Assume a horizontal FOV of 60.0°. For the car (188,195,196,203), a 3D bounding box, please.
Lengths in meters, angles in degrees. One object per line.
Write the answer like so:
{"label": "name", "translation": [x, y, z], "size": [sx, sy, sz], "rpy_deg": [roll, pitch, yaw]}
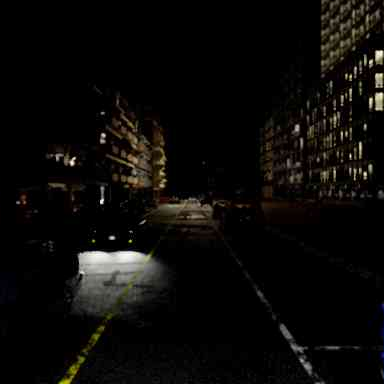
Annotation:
{"label": "car", "translation": [0.000, 1.641, 73.062], "size": [1.895, 1.301, 4.718], "rpy_deg": [0, 0, 0]}

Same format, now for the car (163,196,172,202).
{"label": "car", "translation": [-5.696, 1.653, 78.943], "size": [1.752, 1.417, 4.829], "rpy_deg": [0, 0, 0]}

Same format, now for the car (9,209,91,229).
{"label": "car", "translation": [-5.695, 1.562, 12.793], "size": [2.008, 1.369, 4.403], "rpy_deg": [0, 0, 0]}

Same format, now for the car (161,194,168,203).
{"label": "car", "translation": [-5.696, 1.646, 68.059], "size": [1.887, 1.381, 4.507], "rpy_deg": [0, 0, 0]}

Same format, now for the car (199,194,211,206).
{"label": "car", "translation": [2.354, 1.575, 54.476], "size": [1.837, 1.490, 4.892], "rpy_deg": [0, 0, 0]}

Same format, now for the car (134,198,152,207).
{"label": "car", "translation": [-5.696, 1.479, 34.899], "size": [1.967, 1.590, 4.097], "rpy_deg": [0, 0, 0]}

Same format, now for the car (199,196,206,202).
{"label": "car", "translation": [2.684, 1.723, 84.638], "size": [1.802, 1.307, 4.206], "rpy_deg": [0, 0, 0]}

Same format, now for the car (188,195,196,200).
{"label": "car", "translation": [0.002, 1.474, 90.007], "size": [1.882, 1.535, 5.008], "rpy_deg": [0, 0, 0]}

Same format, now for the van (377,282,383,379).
{"label": "van", "translation": [2.684, 1.342, 1.739], "size": [1.690, 1.788, 3.998], "rpy_deg": [0, 0, 0]}

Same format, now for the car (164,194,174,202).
{"label": "car", "translation": [-5.697, 1.457, 84.639], "size": [2.192, 1.841, 5.009], "rpy_deg": [0, 0, 0]}

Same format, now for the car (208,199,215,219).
{"label": "car", "translation": [2.685, 1.575, 29.373], "size": [1.887, 1.381, 4.507], "rpy_deg": [0, 0, 0]}

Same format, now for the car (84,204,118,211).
{"label": "car", "translation": [-5.695, 1.562, 18.318], "size": [1.887, 1.381, 4.507], "rpy_deg": [0, 0, 0]}

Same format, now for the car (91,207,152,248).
{"label": "car", "translation": [-3.073, 1.577, 14.787], "size": [1.994, 1.385, 4.181], "rpy_deg": [0, 0, 0]}

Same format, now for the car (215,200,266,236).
{"label": "car", "translation": [2.684, 1.332, 18.319], "size": [2.192, 1.841, 5.009], "rpy_deg": [0, 0, 0]}

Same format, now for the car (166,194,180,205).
{"label": "car", "translation": [-3.039, 1.629, 59.597], "size": [2.033, 1.411, 5.357], "rpy_deg": [0, 0, 1]}

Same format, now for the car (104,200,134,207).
{"label": "car", "translation": [-5.696, 1.464, 23.846], "size": [1.967, 1.590, 4.097], "rpy_deg": [0, 0, 0]}

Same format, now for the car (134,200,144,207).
{"label": "car", "translation": [-5.695, 1.613, 29.373], "size": [1.802, 1.307, 4.206], "rpy_deg": [0, 0, 0]}

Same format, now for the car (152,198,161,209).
{"label": "car", "translation": [-5.695, 1.581, 45.783], "size": [1.752, 1.417, 4.829], "rpy_deg": [0, 0, 0]}

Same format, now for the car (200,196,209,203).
{"label": "car", "translation": [2.684, 1.640, 73.756], "size": [1.752, 1.417, 4.829], "rpy_deg": [0, 0, 0]}

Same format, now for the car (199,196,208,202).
{"label": "car", "translation": [2.685, 1.709, 79.113], "size": [1.802, 1.307, 4.206], "rpy_deg": [0, 0, 0]}

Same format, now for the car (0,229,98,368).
{"label": "car", "translation": [-3.097, 1.551, 4.460], "size": [2.033, 1.411, 5.357], "rpy_deg": [0, 0, 0]}
